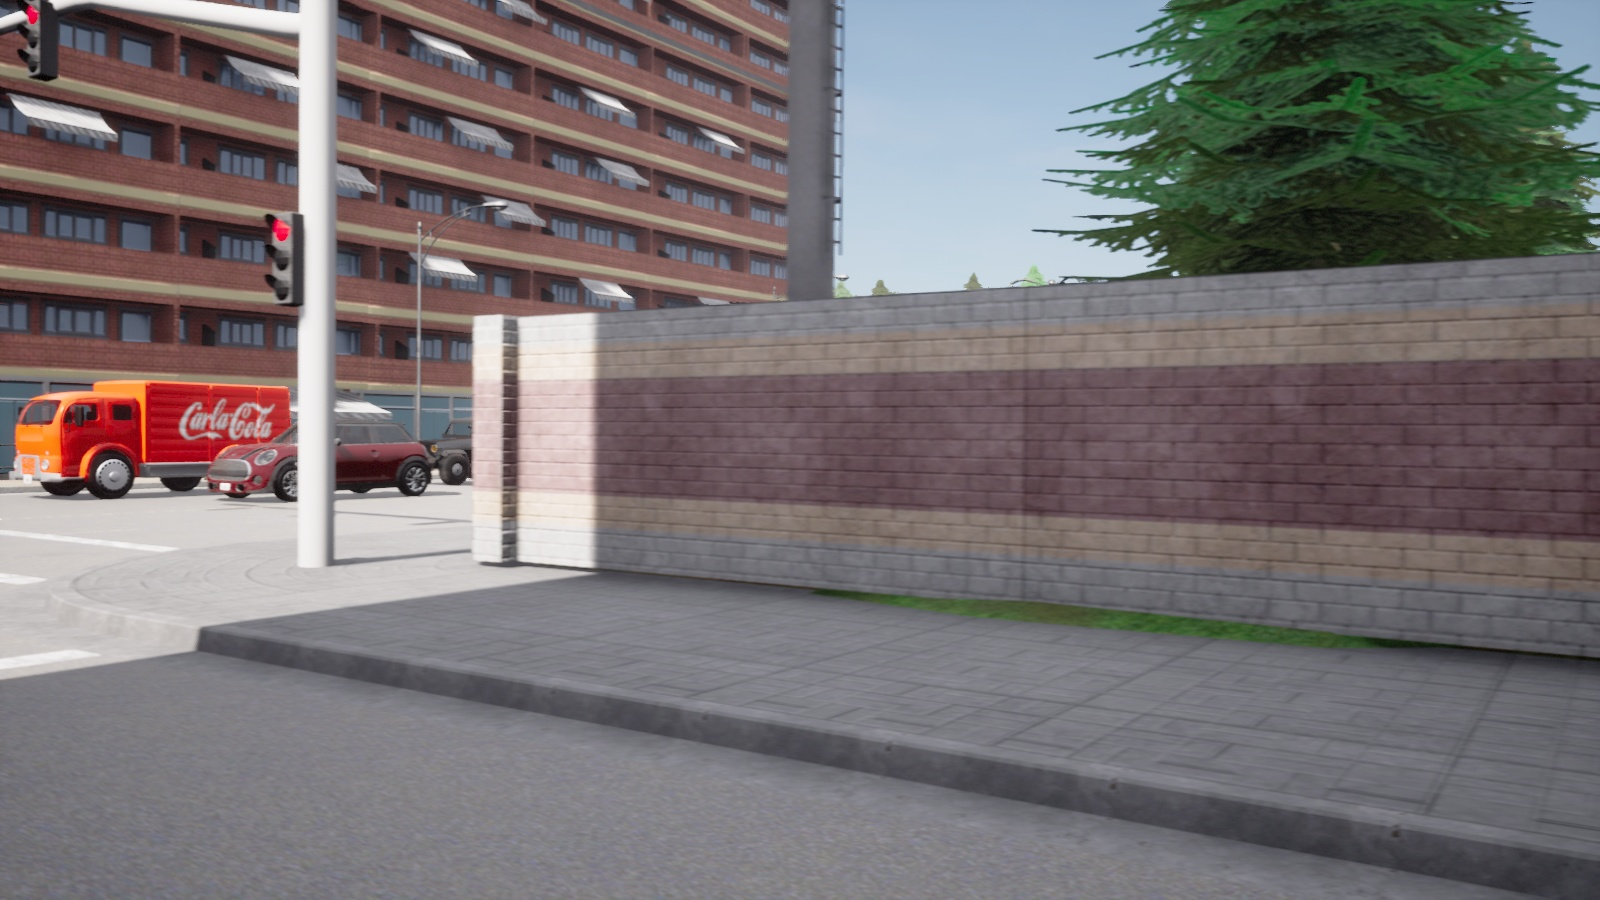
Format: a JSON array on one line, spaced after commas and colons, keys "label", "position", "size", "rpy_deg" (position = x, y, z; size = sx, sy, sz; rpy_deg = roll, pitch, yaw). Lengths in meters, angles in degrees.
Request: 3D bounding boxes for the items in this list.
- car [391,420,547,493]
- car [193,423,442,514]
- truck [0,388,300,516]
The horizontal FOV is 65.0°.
[{"label": "car", "position": [-9.062, 0.136, 34.669], "size": [1.905, 1.878, 3.866], "rpy_deg": [0, 1, 33]}, {"label": "car", "position": [-10.122, 0.317, 26.680], "size": [2.097, 1.767, 4.553], "rpy_deg": [0, 1, 33]}, {"label": "truck", "position": [-13.956, 0.000, 27.217], "size": [2.627, 2.467, 5.204], "rpy_deg": [0, 1, 33]}]
